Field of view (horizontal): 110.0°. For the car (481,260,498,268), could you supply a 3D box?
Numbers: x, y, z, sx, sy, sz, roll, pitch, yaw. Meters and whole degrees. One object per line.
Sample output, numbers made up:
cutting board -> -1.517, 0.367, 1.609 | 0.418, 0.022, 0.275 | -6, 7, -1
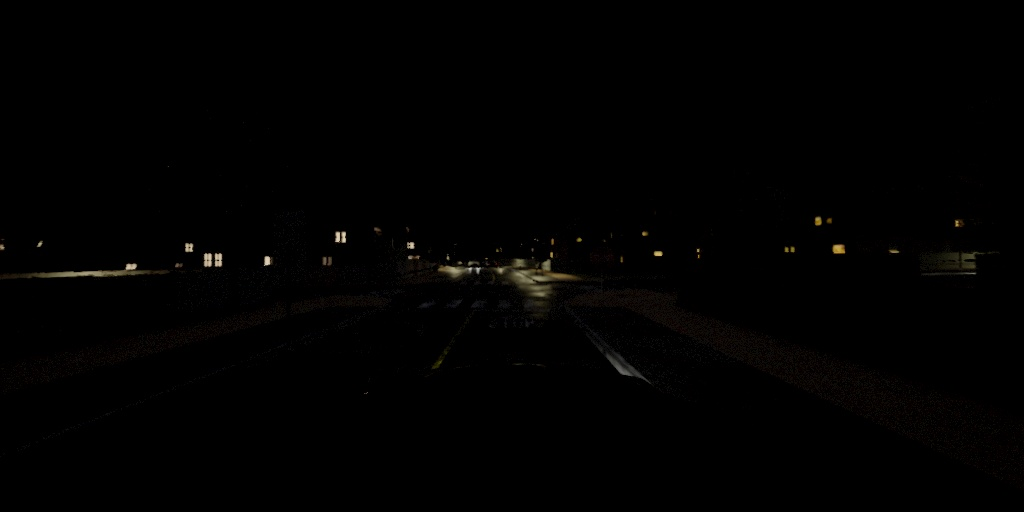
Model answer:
car -> -3.737, 1.482, 64.143 | 2.033, 1.411, 5.357 | 0, 0, -10
